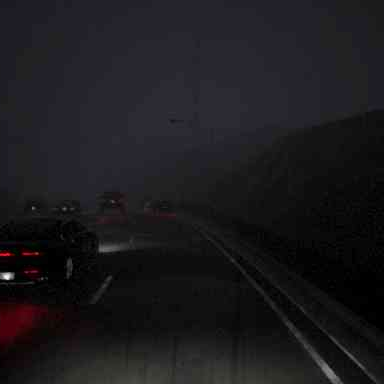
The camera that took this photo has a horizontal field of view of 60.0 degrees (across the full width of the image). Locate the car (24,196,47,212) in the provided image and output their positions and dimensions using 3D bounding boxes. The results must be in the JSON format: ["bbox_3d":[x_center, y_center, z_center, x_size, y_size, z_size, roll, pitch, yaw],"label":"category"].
[{"bbox_3d":[-15.174,1.210,32.764,1.837,1.490,4.892,0,1,-16],"label":"car"}]

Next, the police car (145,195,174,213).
[{"bbox_3d":[-3.008,1.117,32.005,1.930,1.638,5.238,0,1,-14],"label":"police car"}]

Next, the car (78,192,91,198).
[{"bbox_3d":[-25.364,0.615,78.498,1.812,1.442,4.674,-1,1,-37],"label":"car"}]

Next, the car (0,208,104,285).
[{"bbox_3d":[-3.898,1.421,9.113,1.837,1.490,4.892,0,1,-4],"label":"car"}]

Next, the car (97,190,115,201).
[{"bbox_3d":[-16.670,0.639,64.243,2.150,2.045,5.566,0,1,-29],"label":"car"}]

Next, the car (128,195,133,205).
[{"bbox_3d":[-7.859,1.027,47.476,1.882,1.535,5.008,0,1,-21],"label":"car"}]

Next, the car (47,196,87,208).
[{"bbox_3d":[-10.154,1.296,27.403,2.033,1.411,5.357,0,1,-13],"label":"car"}]

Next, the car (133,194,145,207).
[{"bbox_3d":[-5.812,1.107,41.704,1.837,1.490,4.892,0,1,-18],"label":"car"}]

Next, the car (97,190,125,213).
[{"bbox_3d":[-7.658,0.922,31.884,2.150,2.045,5.566,0,1,-14],"label":"car"}]
